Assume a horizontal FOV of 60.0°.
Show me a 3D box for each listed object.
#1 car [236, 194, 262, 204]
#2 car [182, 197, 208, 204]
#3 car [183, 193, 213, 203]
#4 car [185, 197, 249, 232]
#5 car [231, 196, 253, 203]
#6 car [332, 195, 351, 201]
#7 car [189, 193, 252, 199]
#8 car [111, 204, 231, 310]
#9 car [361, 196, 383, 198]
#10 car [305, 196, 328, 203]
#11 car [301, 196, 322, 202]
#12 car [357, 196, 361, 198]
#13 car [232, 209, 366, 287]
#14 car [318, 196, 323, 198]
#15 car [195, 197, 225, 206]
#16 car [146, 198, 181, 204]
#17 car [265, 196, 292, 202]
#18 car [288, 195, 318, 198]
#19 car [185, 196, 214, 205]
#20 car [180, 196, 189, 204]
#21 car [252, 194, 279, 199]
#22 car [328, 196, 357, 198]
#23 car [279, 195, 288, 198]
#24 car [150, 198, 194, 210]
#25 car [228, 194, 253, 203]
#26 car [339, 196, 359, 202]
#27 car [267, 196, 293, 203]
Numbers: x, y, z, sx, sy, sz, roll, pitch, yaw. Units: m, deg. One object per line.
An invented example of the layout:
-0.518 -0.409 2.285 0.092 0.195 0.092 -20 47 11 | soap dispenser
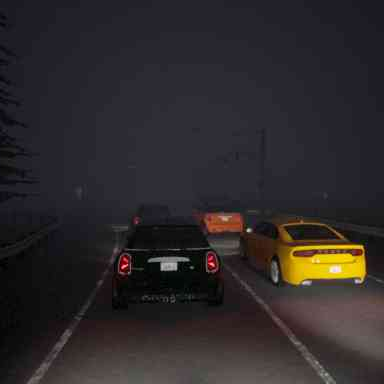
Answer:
10.805 1.352 63.166 4.553 1.767 2.097 0 0 -19 | car
0.533 1.600 63.378 4.718 1.301 1.895 0 0 -19 | car
1.176 1.221 67.250 5.566 2.045 2.150 0 0 -18 | car
1.202 1.352 18.348 2.097 1.767 4.553 0 0 -12 | car
10.584 1.552 70.407 4.181 1.385 1.994 0 0 -19 | car
36.302 1.551 80.851 4.181 1.385 1.994 0 0 -29 | car
2.952 1.224 34.417 5.566 2.045 2.150 0 0 -19 | car
-0.628 1.352 8.070 2.097 1.767 4.553 0 0 -6 | car
38.672 1.539 70.038 5.357 1.411 2.033 0 0 -29 | car
27.031 1.524 72.368 4.674 1.442 1.812 0 0 -19 | car
27.482 1.552 76.313 4.181 1.385 1.994 0 0 -21 | car
36.712 1.525 72.971 4.902 1.511 2.128 0 0 -25 | car
2.733 1.478 9.430 1.882 1.535 5.008 0 0 -6 | car
27.342 1.524 68.763 4.674 1.442 1.812 0 0 -19 | car
3.093 1.600 56.862 4.718 1.301 1.895 0 0 -19 | car
-2.113 1.352 16.906 2.097 1.767 4.553 0 0 -12 | car
19.081 1.539 73.306 5.357 1.411 2.033 0 0 -19 | car
20.973 1.563 62.918 4.181 1.385 1.994 0 0 -19 | car
1.354 1.504 59.965 4.892 1.490 1.837 0 0 -19 | car
-0.959 1.566 40.478 4.181 1.385 1.994 0 0 -19 | car
12.521 1.491 60.066 4.902 1.511 2.128 0 0 -19 | car
29.304 1.525 65.753 4.902 1.511 2.128 0 0 -19 | car
19.098 1.352 65.934 4.553 1.767 2.097 0 0 -18 | car
-2.622 1.549 43.612 5.357 1.411 2.033 0 0 -19 | car
9.750 1.351 66.472 4.553 1.767 2.097 0 0 -18 | car
36.173 1.595 76.682 4.718 1.301 1.895 0 0 -29 | car
18.371 1.525 69.365 4.902 1.511 2.128 0 0 -19 | car
